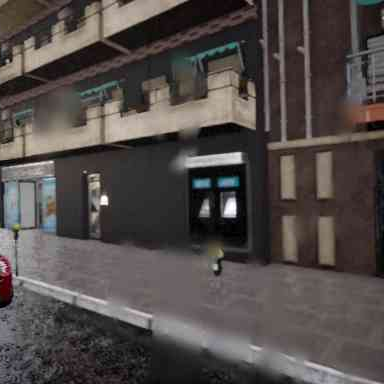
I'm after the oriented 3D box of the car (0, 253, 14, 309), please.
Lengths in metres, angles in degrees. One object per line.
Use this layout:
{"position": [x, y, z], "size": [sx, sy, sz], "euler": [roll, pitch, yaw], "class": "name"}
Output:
{"position": [-5.330, 1.392, 6.556], "size": [4.097, 1.590, 1.967], "euler": [0, -1, 36], "class": "car"}
